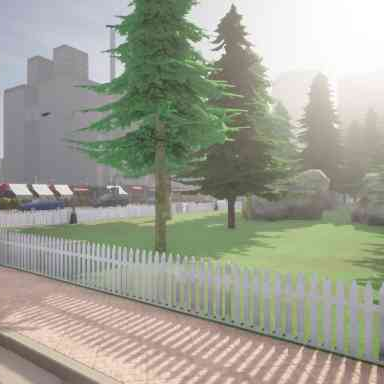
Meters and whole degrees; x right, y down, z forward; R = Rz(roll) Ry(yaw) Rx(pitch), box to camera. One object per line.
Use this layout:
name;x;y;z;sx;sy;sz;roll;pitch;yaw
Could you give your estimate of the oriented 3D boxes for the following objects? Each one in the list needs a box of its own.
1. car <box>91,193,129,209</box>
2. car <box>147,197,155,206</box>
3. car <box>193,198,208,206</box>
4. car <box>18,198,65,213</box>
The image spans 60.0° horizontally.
car;-11.092;1.221;45.533;2.150;2.045;5.566;0;0;34
car;-5.305;1.352;54.038;2.097;1.767;4.553;0;0;34
car;2.158;1.601;52.302;1.895;1.301;4.718;0;0;34
car;-16.738;1.478;37.172;1.882;1.535;5.008;0;0;34
